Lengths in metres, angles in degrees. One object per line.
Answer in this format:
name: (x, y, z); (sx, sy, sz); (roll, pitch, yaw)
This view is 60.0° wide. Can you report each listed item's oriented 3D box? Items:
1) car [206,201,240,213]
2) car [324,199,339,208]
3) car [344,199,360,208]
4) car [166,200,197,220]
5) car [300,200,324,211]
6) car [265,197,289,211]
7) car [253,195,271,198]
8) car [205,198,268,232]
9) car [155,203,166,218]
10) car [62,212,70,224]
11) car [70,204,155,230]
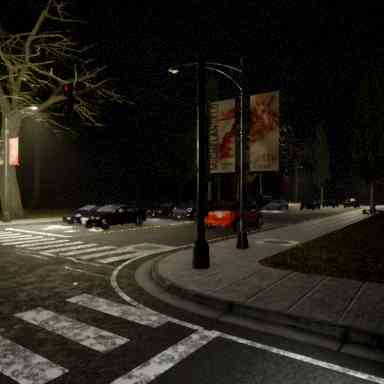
car: (3.814, 1.776, 40.035); (1.895, 1.301, 4.718); (0, 0, 35)
car: (23.486, 1.916, 56.362); (1.812, 1.442, 4.674); (0, -1, 35)
car: (26.374, 1.892, 54.807); (2.128, 1.511, 4.902); (0, -1, 35)
car: (0.215, 1.473, 29.277); (2.097, 1.767, 4.553); (0, 0, 35)
car: (16.593, 1.806, 46.552); (1.812, 1.442, 4.674); (0, -1, 35)
car: (11.821, 1.772, 45.694); (1.812, 1.442, 4.674); (0, 0, 36)
car: (9.898, 1.472, 48.600); (2.150, 2.045, 5.566); (0, 0, 38)
car: (2.857, 1.460, 21.394); (2.097, 1.767, 4.553); (0, 0, 35)
car: (-1.915, 1.667, 31.887); (2.033, 1.411, 5.357); (0, 0, 35)
car: (-7.245, 1.637, 24.341); (1.994, 1.385, 4.181); (0, 0, 36)
car: (-5.035, 1.567, 21.821); (2.128, 1.511, 4.902); (0, 0, 35)
